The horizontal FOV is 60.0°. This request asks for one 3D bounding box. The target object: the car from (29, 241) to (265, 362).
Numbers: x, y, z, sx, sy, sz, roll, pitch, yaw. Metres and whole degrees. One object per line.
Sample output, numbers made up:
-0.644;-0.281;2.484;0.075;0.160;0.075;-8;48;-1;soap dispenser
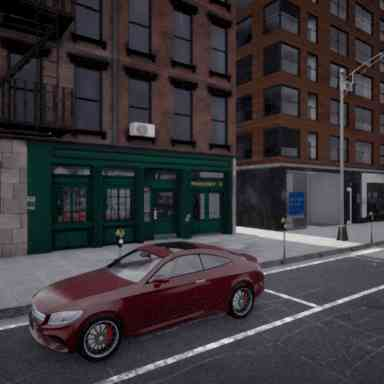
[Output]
-0.520;1.582;5.824;4.206;1.307;1.802;0;0;-36;car
